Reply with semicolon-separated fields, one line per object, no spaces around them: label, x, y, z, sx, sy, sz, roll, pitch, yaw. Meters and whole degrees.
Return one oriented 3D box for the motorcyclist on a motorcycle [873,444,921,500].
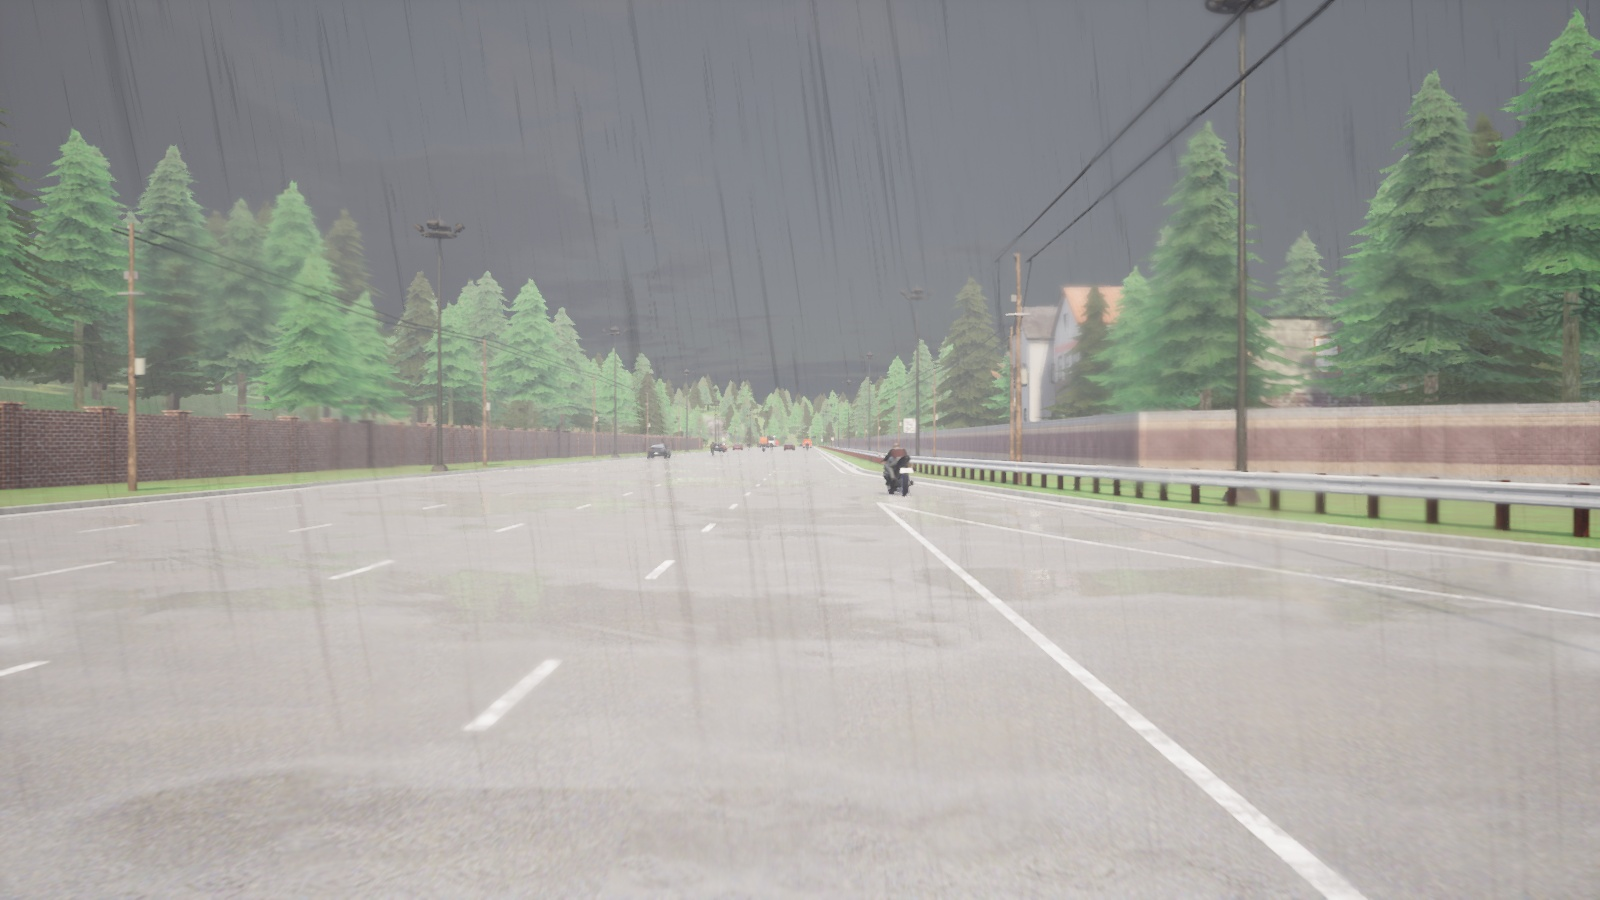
motorcyclist on a motorcycle;2.729;0.583;35.455;0.866;1.530;2.191;0;0;-9
